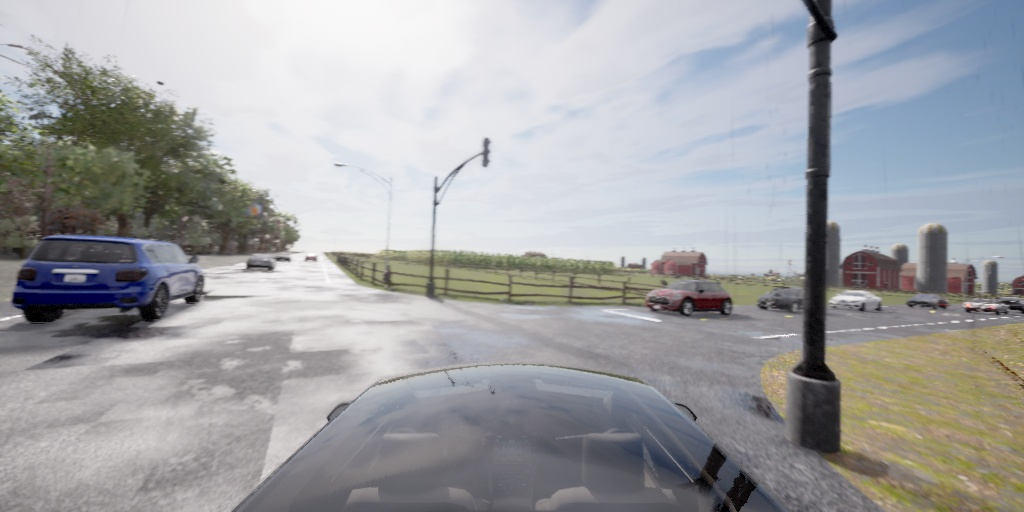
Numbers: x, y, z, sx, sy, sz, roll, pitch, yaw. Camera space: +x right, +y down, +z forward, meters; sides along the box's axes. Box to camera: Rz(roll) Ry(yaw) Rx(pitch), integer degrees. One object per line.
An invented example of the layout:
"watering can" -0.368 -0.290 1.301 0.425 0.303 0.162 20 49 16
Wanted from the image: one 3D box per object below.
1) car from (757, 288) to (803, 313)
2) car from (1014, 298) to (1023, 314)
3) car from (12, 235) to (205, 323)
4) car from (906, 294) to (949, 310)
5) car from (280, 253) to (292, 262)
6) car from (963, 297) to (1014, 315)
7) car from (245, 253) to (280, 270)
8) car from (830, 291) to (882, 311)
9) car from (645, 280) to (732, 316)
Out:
"car" 17.749 2.772 22.867 4.892 1.490 1.837 4 -2 -28
"car" 50.445 4.932 36.117 4.892 1.490 1.837 4 -2 -28
"car" -10.514 0.530 9.953 2.150 2.045 5.566 3 -1 -28
"car" 40.562 4.415 34.925 5.357 1.411 2.033 4 -2 -28
"car" -33.910 0.222 53.383 1.895 1.301 4.718 3 -1 -28
"car" 41.642 4.410 31.425 4.718 1.301 1.895 4 -2 -28
"car" -22.691 0.516 32.538 1.994 1.385 4.181 3 -1 -28
"car" 26.408 3.400 27.485 4.674 1.442 1.812 4 -2 -28
"car" 8.981 2.005 18.230 4.553 1.767 2.097 4 -2 -27
